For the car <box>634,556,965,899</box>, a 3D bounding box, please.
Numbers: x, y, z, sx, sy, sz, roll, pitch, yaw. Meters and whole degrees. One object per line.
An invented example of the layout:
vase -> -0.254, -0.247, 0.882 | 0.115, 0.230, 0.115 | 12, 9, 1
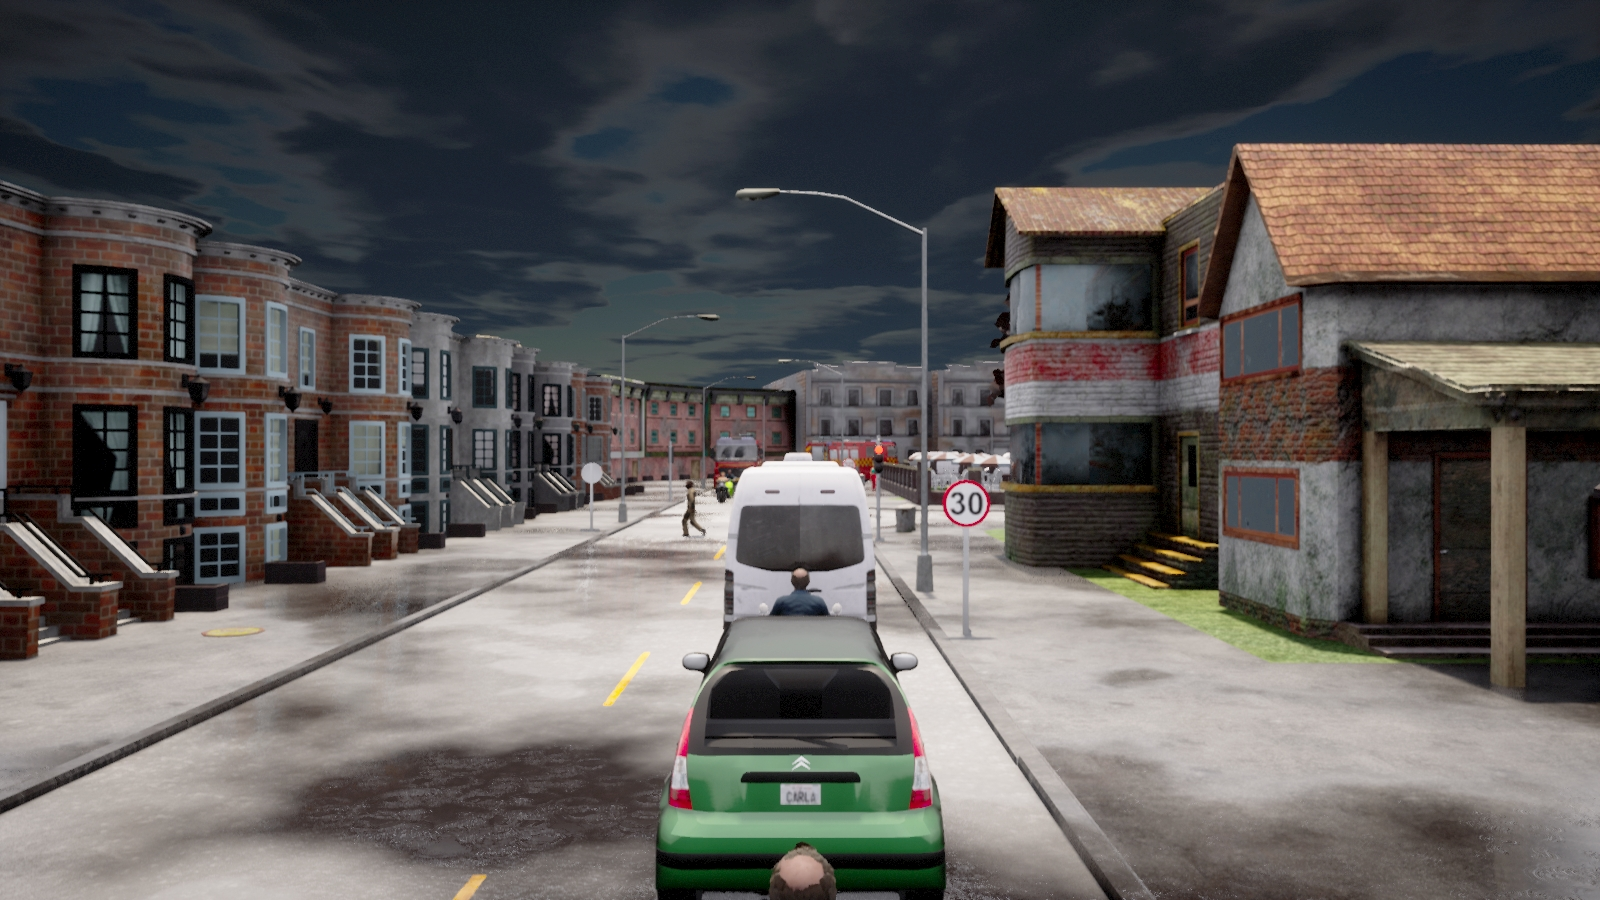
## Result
car -> -0.003, 1.773, 8.385 | 1.851, 1.617, 3.988 | 0, 0, 0

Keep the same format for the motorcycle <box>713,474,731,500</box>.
motorcycle -> -4.007, 1.909, 59.104 | 0.764, 1.277, 2.356 | 0, 0, 0

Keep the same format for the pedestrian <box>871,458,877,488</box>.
pedestrian -> 4.754, 1.475, 73.349 | 0.375, 1.860, 0.375 | 0, 0, -1

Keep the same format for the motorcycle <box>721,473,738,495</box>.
motorcycle -> -4.011, 1.917, 64.975 | 0.856, 1.236, 1.805 | 0, 0, 0

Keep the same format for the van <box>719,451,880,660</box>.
van -> -0.006, 1.302, 17.043 | 1.988, 2.561, 5.915 | 0, 0, 0

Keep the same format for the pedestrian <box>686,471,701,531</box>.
pedestrian -> -3.347, 1.603, 35.927 | 0.375, 1.860, 0.375 | 0, 0, 11

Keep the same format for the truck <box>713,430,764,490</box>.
truck -> -4.030, 0.619, 76.518 | 2.891, 3.827, 8.468 | 0, 0, 0

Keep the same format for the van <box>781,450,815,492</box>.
van -> -0.085, 1.266, 71.523 | 1.988, 2.561, 5.915 | 0, 0, 1
